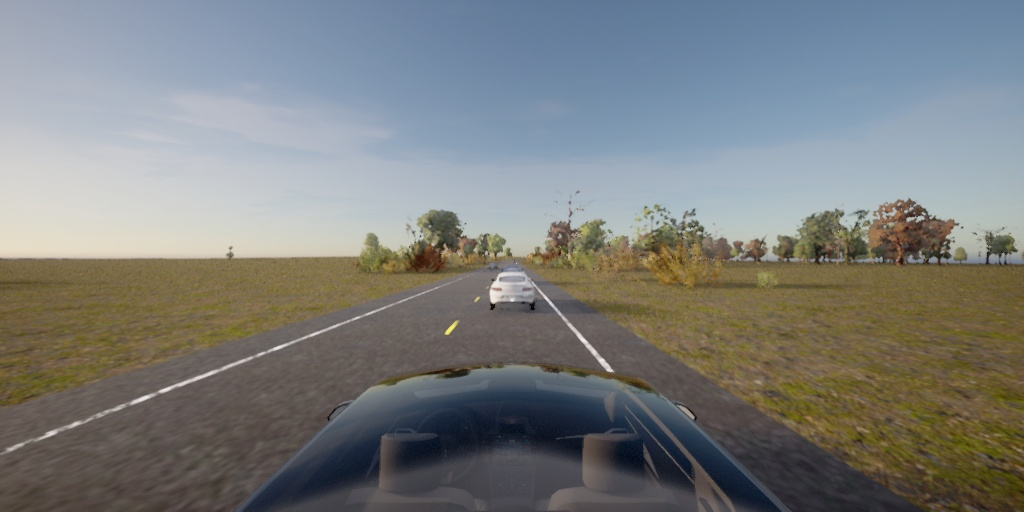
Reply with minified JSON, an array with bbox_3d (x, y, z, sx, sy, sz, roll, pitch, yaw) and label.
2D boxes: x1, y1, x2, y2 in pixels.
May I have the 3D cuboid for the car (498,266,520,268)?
[{"bbox_3d":[0.033,1.558,30.728,1.812,1.442,4.674,0,0,1],"label":"car"}]

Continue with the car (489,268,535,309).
[{"bbox_3d":[0.029,1.417,15.735,1.812,1.442,4.674,0,0,1],"label":"car"}]
